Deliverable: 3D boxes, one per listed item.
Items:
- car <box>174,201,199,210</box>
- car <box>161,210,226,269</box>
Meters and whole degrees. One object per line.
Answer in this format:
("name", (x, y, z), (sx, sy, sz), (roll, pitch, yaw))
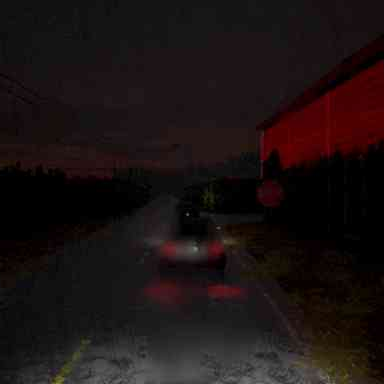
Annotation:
("car", (-0.420, 1.475, 27.489), (2.128, 1.511, 4.902), (0, 0, -2))
("car", (0.028, 1.541, 11.004), (2.033, 1.411, 5.357), (0, 0, 0))
